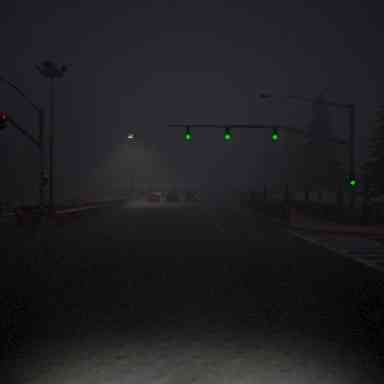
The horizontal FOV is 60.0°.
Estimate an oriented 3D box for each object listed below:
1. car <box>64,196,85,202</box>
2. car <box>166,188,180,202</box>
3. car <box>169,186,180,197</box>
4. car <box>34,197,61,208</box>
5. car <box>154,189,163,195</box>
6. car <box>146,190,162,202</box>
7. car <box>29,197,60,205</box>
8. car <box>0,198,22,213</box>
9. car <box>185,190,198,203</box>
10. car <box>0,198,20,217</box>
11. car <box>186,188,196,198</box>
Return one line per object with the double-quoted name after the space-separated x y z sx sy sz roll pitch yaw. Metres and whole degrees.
-17.608 1.387 50.183 2.033 1.411 5.357 0 2 0 "car"
-3.498 0.762 59.516 2.097 1.767 4.553 0 4 0 "car"
-3.650 -0.068 69.431 2.097 1.767 4.553 0 7 0 "car"
-21.095 1.438 48.796 1.994 1.385 4.181 0 1 1 "car"
-7.151 0.034 69.630 1.882 1.535 5.008 0 7 0 "car"
-7.000 0.963 59.696 1.994 1.385 4.181 0 4 0 "car"
-17.600 1.478 39.501 1.812 1.442 4.674 0 0 0 "car"
-21.095 1.433 36.825 1.882 1.535 5.008 0 0 0 "car"
-0.090 0.720 58.097 2.150 2.045 5.566 0 3 0 "car"
-17.593 1.489 30.559 1.812 1.442 4.674 0 0 0 "car"
-0.145 0.219 68.525 2.033 1.411 5.357 0 6 0 "car"
